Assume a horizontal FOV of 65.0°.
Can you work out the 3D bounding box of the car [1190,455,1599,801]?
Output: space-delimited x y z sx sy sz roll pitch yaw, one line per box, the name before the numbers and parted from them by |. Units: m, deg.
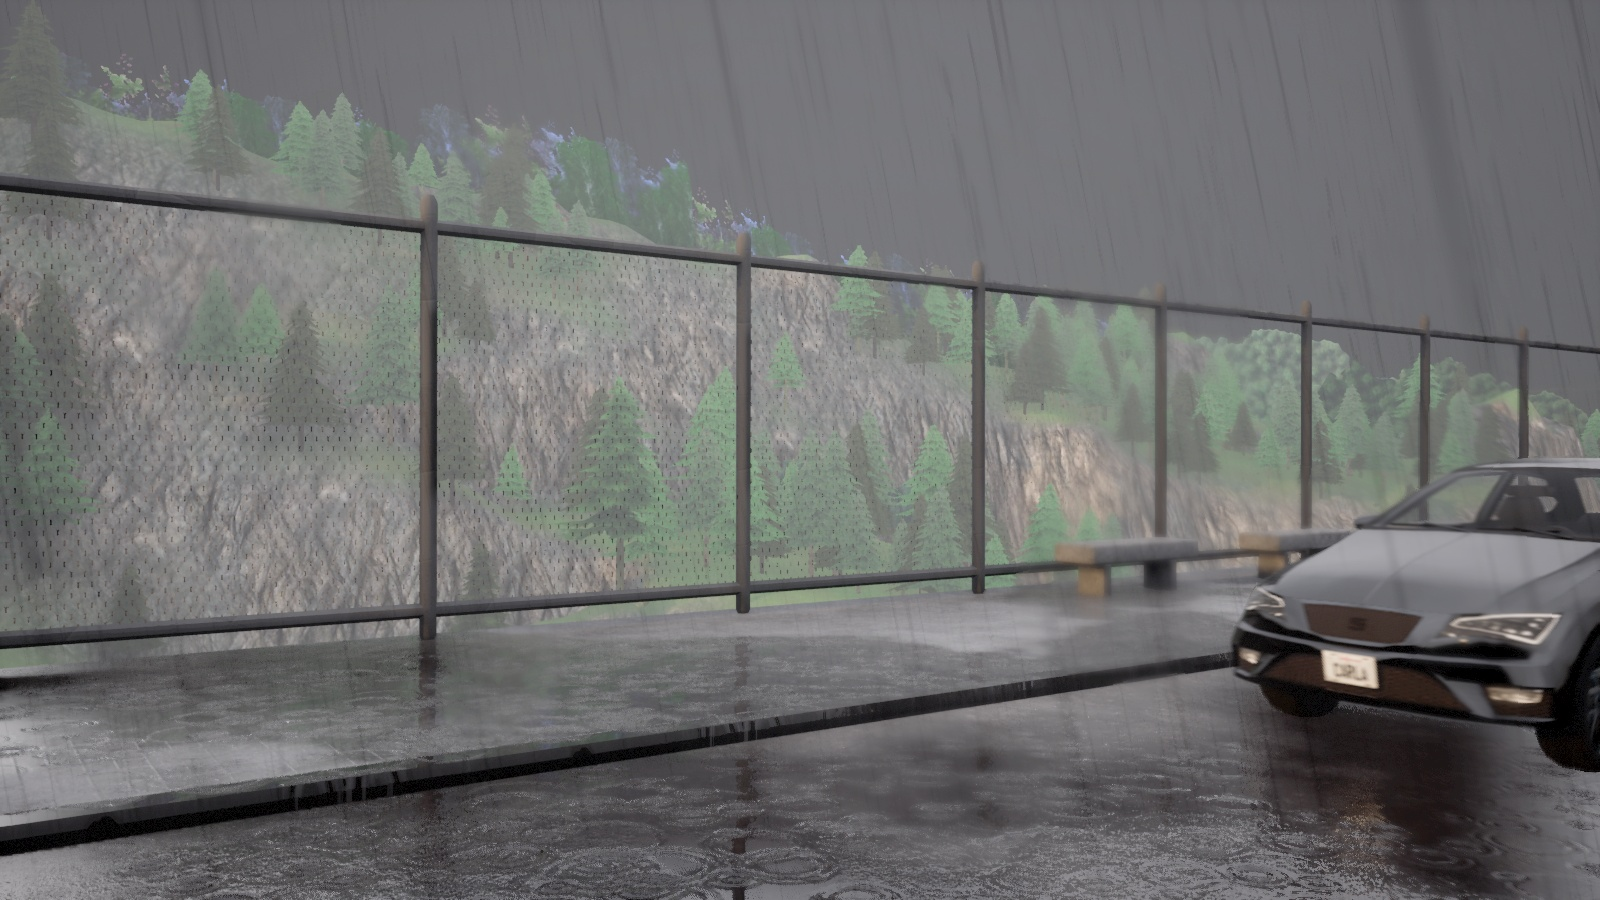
car | 4.368 0.767 7.310 4.193 1.474 1.816 0 0 -35
